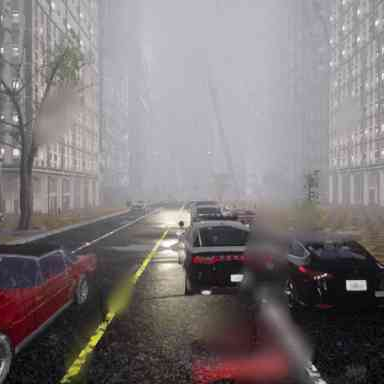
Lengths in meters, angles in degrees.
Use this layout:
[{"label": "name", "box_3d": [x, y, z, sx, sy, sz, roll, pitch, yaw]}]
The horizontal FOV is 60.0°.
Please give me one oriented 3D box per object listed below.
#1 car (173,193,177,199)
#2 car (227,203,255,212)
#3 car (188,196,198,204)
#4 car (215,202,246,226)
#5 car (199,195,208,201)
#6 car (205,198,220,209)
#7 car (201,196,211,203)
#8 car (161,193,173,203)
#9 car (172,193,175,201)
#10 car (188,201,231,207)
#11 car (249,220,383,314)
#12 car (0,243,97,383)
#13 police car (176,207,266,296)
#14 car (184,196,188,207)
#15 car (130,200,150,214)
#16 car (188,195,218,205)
[{"label": "car", "box_3d": [-5.413, 1.304, 86.540, 2.192, 1.841, 5.009, -1, 0, 0]}, {"label": "car", "box_3d": [2.743, 1.547, 18.822, 1.887, 1.381, 4.507, -1, 0, 0]}, {"label": "car", "box_3d": [0.210, 1.562, 63.803, 1.994, 1.385, 4.181, 0, 0, 0]}, {"label": "car", "box_3d": [2.763, 1.528, 24.635, 1.752, 1.417, 4.829, -1, 0, 0]}, {"label": "car", "box_3d": [2.970, 1.540, 86.535, 2.008, 1.369, 4.403, -1, 0, 0]}, {"label": "car", "box_3d": [2.838, 1.546, 47.036, 1.887, 1.381, 4.507, -1, 0, 0]}, {"label": "car", "box_3d": [2.913, 1.547, 69.607, 2.008, 1.369, 4.403, -1, 0, 0]}, {"label": "car", "box_3d": [-5.468, 1.521, 69.446, 1.752, 1.417, 4.829, -1, 0, 0]}, {"label": "car", "box_3d": [-5.448, 1.576, 75.257, 1.802, 1.307, 4.206, -1, 0, 0]}, {"label": "car", "box_3d": [0.880, 1.508, 18.805, 1.837, 1.490, 4.892, 0, 0, 0]}, {"label": "car", "box_3d": [2.706, 1.567, 7.537, 1.947, 1.339, 4.313, -1, 0, 0]}, {"label": "car", "box_3d": [-3.084, 1.602, 5.303, 1.895, 1.301, 4.718, 0, 0, 0]}, {"label": "police car", "box_3d": [0.633, 1.426, 8.872, 1.930, 1.638, 5.238, 0, 0, -5]}, {"label": "car", "box_3d": [0.198, 1.565, 46.455, 1.994, 1.385, 4.181, 0, 0, -1]}, {"label": "car", "box_3d": [-5.581, 1.553, 35.767, 2.008, 1.369, 4.403, -1, 0, 0]}, {"label": "car", "box_3d": [0.929, 1.354, 24.775, 2.097, 1.767, 4.553, 0, 0, 0]}]
